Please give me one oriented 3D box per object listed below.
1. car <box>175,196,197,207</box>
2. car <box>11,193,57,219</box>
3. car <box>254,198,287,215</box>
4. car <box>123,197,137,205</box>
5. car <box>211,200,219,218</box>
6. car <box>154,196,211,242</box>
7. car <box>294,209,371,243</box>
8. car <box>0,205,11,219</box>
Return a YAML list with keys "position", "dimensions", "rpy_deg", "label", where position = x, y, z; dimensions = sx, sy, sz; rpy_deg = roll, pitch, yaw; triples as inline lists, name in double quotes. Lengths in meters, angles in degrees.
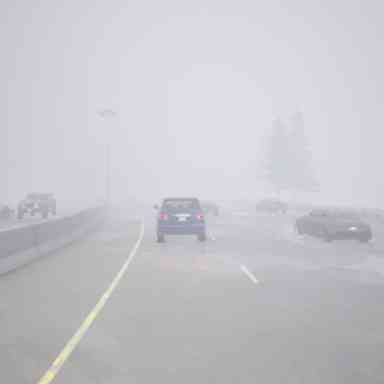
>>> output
- position: [-0.989, 1.454, 52.638]
  dimensions: [2.128, 1.511, 4.902]
  rpy_deg: [0, 0, -19]
  label: "car"
- position: [-13.094, 1.052, 28.421]
  dimensions: [2.150, 2.045, 5.566]
  rpy_deg: [-1, 0, -11]
  label: "car"
- position: [7.574, 1.398, 32.473]
  dimensions: [1.837, 1.490, 4.892]
  rpy_deg: [0, 0, -11]
  label: "car"
- position: [-11.349, 1.609, 60.771]
  dimensions: [2.033, 1.411, 5.357]
  rpy_deg: [-1, 0, -22]
  label: "car"
- position: [1.043, 1.466, 29.938]
  dimensions: [1.837, 1.490, 4.892]
  rpy_deg: [1, 0, -11]
  label: "car"
- position: [-0.673, 1.214, 16.483]
  dimensions: [2.150, 2.045, 5.566]
  rpy_deg: [0, 0, -6]
  label: "car"
- position: [6.434, 1.483, 15.691]
  dimensions: [1.994, 1.385, 4.181]
  rpy_deg: [0, 0, -6]
  label: "car"
- position: [-16.520, 1.746, 27.733]
  dimensions: [1.895, 1.301, 4.718]
  rpy_deg: [-1, 0, -11]
  label: "car"
